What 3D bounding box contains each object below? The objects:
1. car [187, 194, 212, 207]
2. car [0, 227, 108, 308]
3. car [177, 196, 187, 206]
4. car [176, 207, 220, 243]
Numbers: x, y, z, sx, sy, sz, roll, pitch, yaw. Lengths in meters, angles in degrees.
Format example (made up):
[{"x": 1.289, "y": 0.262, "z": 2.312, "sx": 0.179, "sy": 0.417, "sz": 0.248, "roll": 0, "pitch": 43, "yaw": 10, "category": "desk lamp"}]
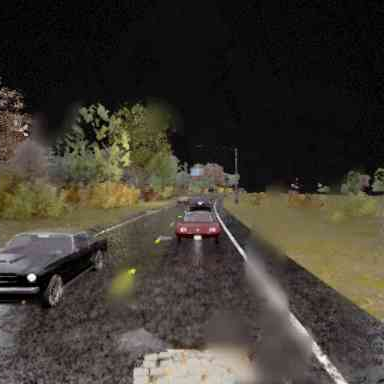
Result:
[{"x": 0.913, "y": 1.224, "z": 34.381, "sx": 2.150, "sy": 2.045, "sz": 5.566, "roll": 0, "pitch": 0, "yaw": 3, "category": "car"}, {"x": -3.534, "y": 1.600, "z": 8.042, "sx": 1.895, "sy": 1.301, "sz": 4.718, "roll": 0, "pitch": 0, "yaw": 1, "category": "car"}, {"x": -1.439, "y": 1.467, "z": 56.178, "sx": 1.882, "sy": 1.535, "sz": 5.008, "roll": 0, "pitch": 0, "yaw": 4, "category": "car"}, {"x": 0.296, "y": 1.602, "z": 16.063, "sx": 1.895, "sy": 1.301, "sz": 4.718, "roll": 0, "pitch": 0, "yaw": 1, "category": "car"}]
